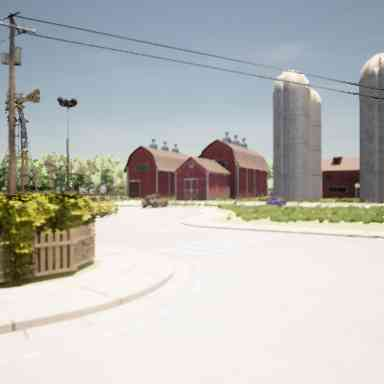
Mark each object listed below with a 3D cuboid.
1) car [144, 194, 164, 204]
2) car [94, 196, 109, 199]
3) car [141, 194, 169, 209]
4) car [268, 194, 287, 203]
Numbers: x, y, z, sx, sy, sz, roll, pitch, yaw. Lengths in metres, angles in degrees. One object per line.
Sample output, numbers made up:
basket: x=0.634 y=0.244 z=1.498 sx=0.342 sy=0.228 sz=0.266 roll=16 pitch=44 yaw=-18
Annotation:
car: x=-7.398 y=1.390 z=64.843 sx=1.905 sy=1.878 sz=3.866 roll=0 pitch=0 yaw=31
car: x=-19.320 y=1.591 z=71.164 sx=1.816 sy=1.474 sz=4.193 roll=0 pitch=0 yaw=31
car: x=-5.300 y=1.399 z=48.257 sx=1.932 sy=1.855 sz=4.605 roll=0 pitch=0 yaw=31
car: x=13.492 y=1.544 z=52.614 sx=2.242 sy=1.667 sz=4.611 roll=0 pitch=0 yaw=31
